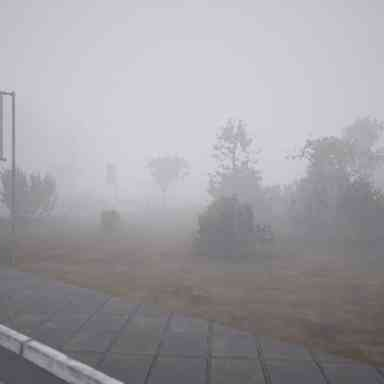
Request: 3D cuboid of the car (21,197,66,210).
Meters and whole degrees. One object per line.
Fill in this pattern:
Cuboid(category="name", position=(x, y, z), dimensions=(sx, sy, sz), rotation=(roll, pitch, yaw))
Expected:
Cuboid(category="car", position=(-19.552, 1.481, 43.952), dimensions=(2.128, 1.511, 4.902), rotation=(0, 0, 39))

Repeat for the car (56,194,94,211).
Cuboid(category="car", position=(-13.109, 1.206, 40.474), dimensions=(2.150, 2.045, 5.566), rotation=(0, 0, 39))

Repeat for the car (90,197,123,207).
Cuboid(category="car", position=(-13.227, 1.521, 51.800), dimensions=(1.895, 1.301, 4.718), rotation=(0, 1, 39))

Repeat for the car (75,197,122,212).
Cuboid(category="car", position=(-10.596, 1.550, 38.011), dimensions=(1.994, 1.385, 4.181), rotation=(0, 0, 39))

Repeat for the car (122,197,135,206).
Cuboid(category="car", position=(-10.559, 1.469, 49.534), dimensions=(2.033, 1.411, 5.357), rotation=(0, 1, 39))

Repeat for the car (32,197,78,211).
Cuboid(category="car", position=(-17.021, 1.482, 41.513), dimensions=(2.128, 1.511, 4.902), rotation=(0, 0, 39))
